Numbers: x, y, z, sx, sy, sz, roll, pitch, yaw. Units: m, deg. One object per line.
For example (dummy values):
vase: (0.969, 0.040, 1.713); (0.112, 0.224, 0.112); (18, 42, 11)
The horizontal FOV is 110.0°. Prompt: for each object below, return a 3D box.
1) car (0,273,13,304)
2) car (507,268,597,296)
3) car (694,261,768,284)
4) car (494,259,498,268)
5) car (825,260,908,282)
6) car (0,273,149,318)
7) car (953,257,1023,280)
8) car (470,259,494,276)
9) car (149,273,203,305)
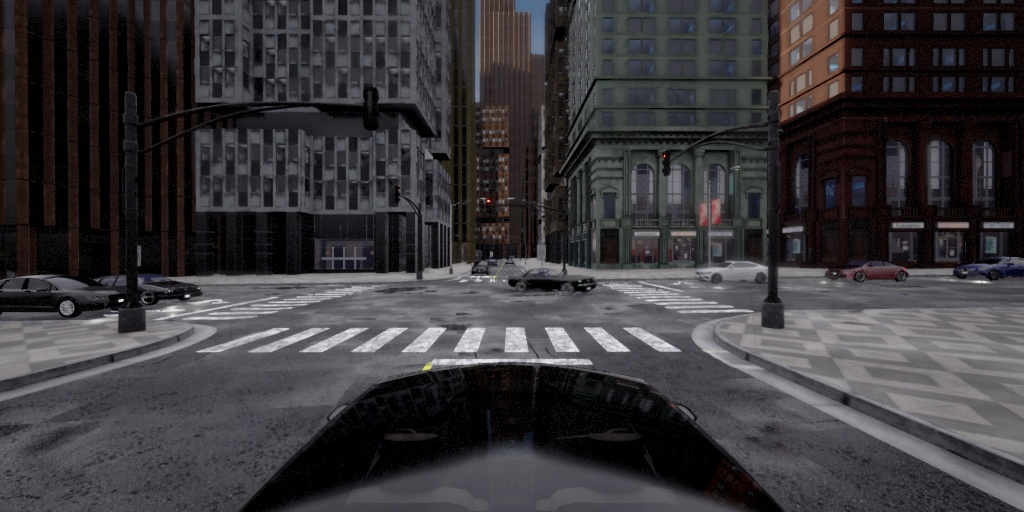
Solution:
car: (-27.349, 1.610, 16.958); (4.892, 1.490, 1.837); (-1, 0, 0)
car: (2.085, 1.331, 19.274); (4.718, 1.301, 1.895); (-1, 0, 40)
car: (14.600, 1.036, 23.770); (4.674, 1.442, 1.812); (-1, 0, -1)
car: (-3.431, 1.233, 61.783); (2.033, 1.411, 5.357); (0, 0, 0)
car: (23.422, 0.961, 23.793); (4.181, 1.385, 1.994); (-1, 0, 0)
car: (-17.420, 1.492, 13.733); (4.892, 1.490, 1.837); (-1, 0, 0)
car: (32.382, 0.809, 23.814); (4.674, 1.442, 1.812); (-1, 0, -1)
car: (-3.250, 1.232, 37.813); (1.837, 1.490, 4.892); (0, 0, 0)
car: (-17.863, 1.524, 17.039); (5.357, 1.411, 2.033); (-1, 0, 5)
